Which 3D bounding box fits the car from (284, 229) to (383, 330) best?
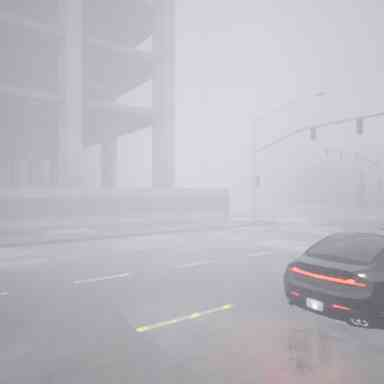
[{"bbox_3d":[3.894,1.504,6.578,4.892,1.490,1.837,0,0,-35],"label":"car"}]
